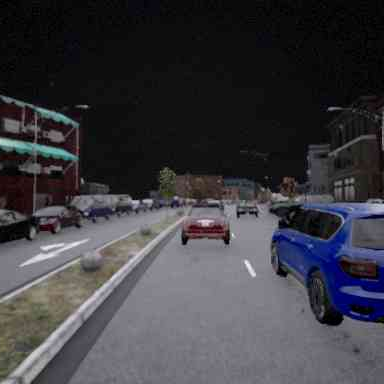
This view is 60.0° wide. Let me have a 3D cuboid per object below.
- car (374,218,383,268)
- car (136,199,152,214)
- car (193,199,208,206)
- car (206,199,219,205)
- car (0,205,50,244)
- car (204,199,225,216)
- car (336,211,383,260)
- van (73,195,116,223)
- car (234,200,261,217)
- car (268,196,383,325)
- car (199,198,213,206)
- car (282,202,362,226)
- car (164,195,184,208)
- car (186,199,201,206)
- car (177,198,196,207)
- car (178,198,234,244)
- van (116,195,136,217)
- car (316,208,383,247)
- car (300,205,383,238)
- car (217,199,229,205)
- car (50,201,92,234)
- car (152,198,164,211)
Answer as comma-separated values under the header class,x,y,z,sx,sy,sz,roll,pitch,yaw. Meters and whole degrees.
class,x,y,z,sx,sy,sz,roll,pitch,yaw
car,7.995,1.533,9.322,4.674,1.452,2.002,0,0,3
car,-6.201,1.554,36.140,2.002,1.452,4.674,0,0,8
car,1.847,2.325,74.026,2.163,1.488,4.792,0,-2,17
car,5.214,2.612,84.758,2.097,1.535,5.008,0,-2,19
car,-8.405,1.493,14.094,2.097,1.535,5.008,0,0,4
car,2.308,1.508,32.992,1.837,1.490,4.892,0,0,7
car,8.085,1.519,12.052,4.792,1.488,2.163,0,0,3
van,-7.547,1.253,25.013,1.878,1.987,4.442,0,0,6
car,5.062,1.590,30.949,1.895,1.301,4.718,0,0,7
car,3.263,1.236,7.213,2.150,2.045,5.566,0,0,2
car,3.498,2.332,79.513,2.185,1.767,4.553,0,-2,18
car,8.859,1.488,23.075,4.792,1.488,2.163,0,0,6
car,-3.448,1.478,52.500,2.435,2.045,5.566,0,-1,12
car,0.358,2.180,68.713,2.002,1.452,4.674,0,-2,16
car,-0.992,1.988,63.465,2.231,1.521,4.892,0,-2,14
car,0.691,1.358,15.971,2.097,1.767,4.553,0,0,3
van,-6.953,1.259,30.520,1.878,1.987,4.442,0,0,8
car,8.291,1.514,14.773,4.792,1.488,2.163,0,0,4
car,8.433,1.478,17.502,4.892,1.521,2.231,0,0,4
car,8.997,2.926,95.184,2.231,1.521,4.892,-1,-2,22
car,-8.035,1.517,19.574,2.163,1.488,4.792,0,0,5
car,-5.385,1.604,41.622,2.002,1.452,4.674,0,-1,9
